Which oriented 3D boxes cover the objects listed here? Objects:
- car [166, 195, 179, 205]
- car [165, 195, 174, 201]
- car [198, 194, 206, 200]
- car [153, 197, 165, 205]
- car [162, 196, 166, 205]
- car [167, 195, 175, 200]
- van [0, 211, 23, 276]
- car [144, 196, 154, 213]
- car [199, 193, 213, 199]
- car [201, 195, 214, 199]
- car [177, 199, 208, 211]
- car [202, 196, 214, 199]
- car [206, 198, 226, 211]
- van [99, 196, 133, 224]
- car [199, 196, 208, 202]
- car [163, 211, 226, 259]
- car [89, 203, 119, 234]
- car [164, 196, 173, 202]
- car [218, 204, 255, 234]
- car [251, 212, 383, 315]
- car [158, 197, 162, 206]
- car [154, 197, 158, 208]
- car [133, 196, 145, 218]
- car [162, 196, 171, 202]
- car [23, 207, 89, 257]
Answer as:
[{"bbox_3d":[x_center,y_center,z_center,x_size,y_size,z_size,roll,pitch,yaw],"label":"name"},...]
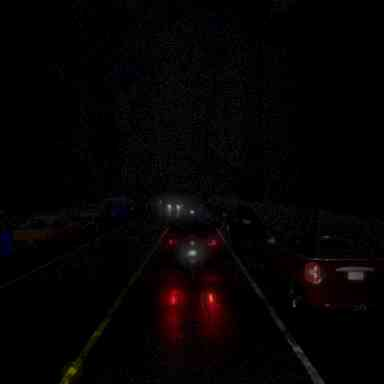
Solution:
[{"bbox_3d":[-3.050,1.521,57.549,1.812,1.442,4.674,0,0,0],"label":"car"},{"bbox_3d":[-5.750,1.583,86.451,1.947,1.339,4.313,0,0,0],"label":"car"},{"bbox_3d":[2.775,1.462,92.088,1.967,1.590,4.097,0,0,0],"label":"car"},{"bbox_3d":[-5.755,1.578,58.268,1.802,1.307,4.206,0,0,0],"label":"car"},{"bbox_3d":[-5.756,1.545,52.631,2.008,1.369,4.403,0,0,0],"label":"car"},{"bbox_3d":[-5.749,1.574,92.088,2.008,1.369,4.403,0,0,0],"label":"car"},{"bbox_3d":[-5.765,1.338,7.538,1.690,1.788,3.998,0,0,0],"label":"van"},{"bbox_3d":[-5.760,1.309,35.722,2.192,1.841,5.009,0,0,0],"label":"car"},{"bbox_3d":[3.012,1.223,64.155,2.150,2.045,5.566,0,0,0],"label":"car"},{"bbox_3d":[2.769,1.576,52.635,1.802,1.307,4.206,0,0,0],"label":"car"},{"bbox_3d":[0.052,1.558,28.305,1.994,1.385,4.181,0,0,1],"label":"car"},{"bbox_3d":[2.768,1.575,46.999,1.802,1.307,4.206,0,0,0],"label":"car"},{"bbox_3d":[2.766,1.575,35.726,1.802,1.307,4.206,0,0,0],"label":"car"},{"bbox_3d":[-5.762,1.335,24.448,1.690,1.788,3.998,0,0,0],"label":"van"},{"bbox_3d":[2.774,1.576,80.815,1.947,1.339,4.313,0,0,0],"label":"car"},{"bbox_3d":[0.041,1.596,12.511,1.895,1.301,4.718,0,0,1],"label":"car"},{"bbox_3d":[-5.762,1.545,18.811,2.008,1.369,4.403,0,0,0],"label":"car"},{"bbox_3d":[-5.751,1.577,80.814,1.947,1.339,4.313,0,0,0],"label":"car"},{"bbox_3d":[2.763,1.559,18.817,1.947,1.339,4.313,0,0,0],"label":"car"},{"bbox_3d":[2.760,1.437,7.544,1.967,1.590,4.097,0,0,0],"label":"car"},{"bbox_3d":[-5.757,1.559,46.995,1.947,1.339,4.313,0,0,0],"label":"car"},{"bbox_3d":[-5.758,1.559,41.358,1.947,1.339,4.313,0,0,0],"label":"car"},{"bbox_3d":[-5.761,1.434,30.084,1.967,1.590,4.097,0,0,0],"label":"car"},{"bbox_3d":[-5.752,1.588,75.178,1.802,1.307,4.206,0,0,0],"label":"car"},{"bbox_3d":[-5.764,1.521,13.005,1.752,1.417,4.829,0,0,0],"label":"car"}]
